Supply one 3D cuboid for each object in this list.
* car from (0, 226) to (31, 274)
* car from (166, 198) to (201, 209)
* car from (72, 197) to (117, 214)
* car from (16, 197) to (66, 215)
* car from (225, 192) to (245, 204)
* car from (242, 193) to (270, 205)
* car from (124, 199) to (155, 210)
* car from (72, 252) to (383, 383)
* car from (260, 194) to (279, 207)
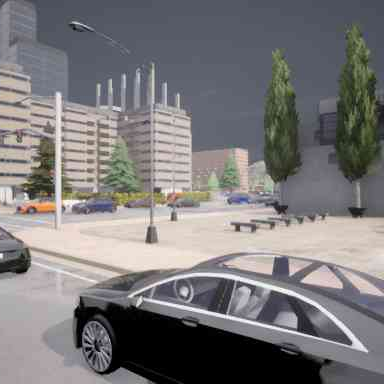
[{"bbox_3d":[-6.354,1.564,9.511,4.181,1.385,1.994,0,0,40],"label":"car"},{"bbox_3d":[-1.067,1.547,45.281,2.033,1.411,5.357,0,0,41],"label":"car"},{"bbox_3d":[-10.185,1.352,34.775,2.097,1.767,4.553,0,0,41],"label":"car"},{"bbox_3d":[-15.447,1.352,34.148,2.097,1.767,4.553,0,0,42],"label":"car"},{"bbox_3d":[8.726,1.221,61.767,2.150,2.045,5.566,0,0,41],"label":"car"},{"bbox_3d":[11.719,1.504,59.869,2.128,1.511,4.902,0,0,41],"label":"car"},{"bbox_3d":[-6.913,1.563,43.884,1.994,1.385,4.181,0,0,41],"label":"car"},{"bbox_3d":[0.548,1.492,3.888,4.902,1.511,2.128,0,0,38],"label":"car"},{"bbox_3d":[12.833,1.491,50.317,2.128,1.511,4.902,0,0,41],"label":"car"}]
